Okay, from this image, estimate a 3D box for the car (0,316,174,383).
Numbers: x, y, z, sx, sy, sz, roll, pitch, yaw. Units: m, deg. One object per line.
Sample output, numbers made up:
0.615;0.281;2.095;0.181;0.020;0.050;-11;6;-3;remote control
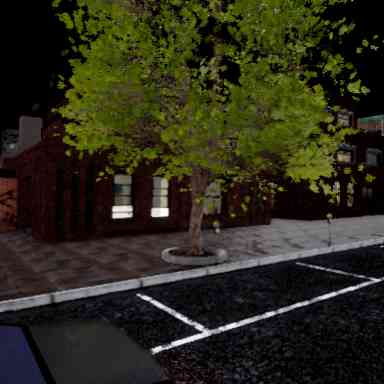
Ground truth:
-2.560;1.547;1.514;5.357;1.411;2.033;0;0;-35;car
